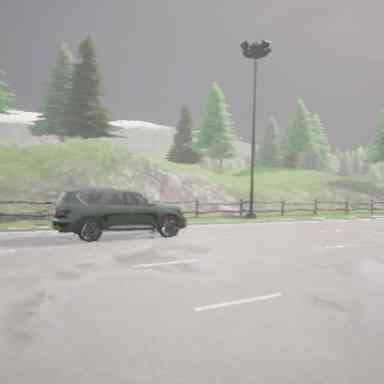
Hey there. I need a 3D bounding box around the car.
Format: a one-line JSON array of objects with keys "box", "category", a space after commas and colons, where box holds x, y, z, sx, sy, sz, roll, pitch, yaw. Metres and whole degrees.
[{"box": [-2.997, 0.890, 14.196, 5.566, 2.045, 2.150, 1, 1, -29], "category": "car"}]
